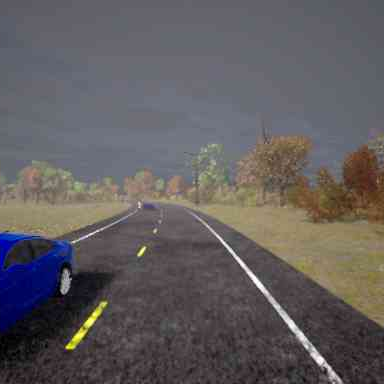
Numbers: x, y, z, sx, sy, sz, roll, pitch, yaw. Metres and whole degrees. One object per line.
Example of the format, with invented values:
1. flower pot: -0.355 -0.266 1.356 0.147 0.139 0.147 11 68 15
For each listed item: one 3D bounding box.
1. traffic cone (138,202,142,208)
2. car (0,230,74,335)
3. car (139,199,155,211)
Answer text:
1. traffic cone: -8.718 2.422 57.104 0.340 0.580 0.340 0 -1 -8
2. car: -3.677 1.516 5.814 1.882 1.535 5.008 0 0 -1
3. car: -6.334 1.982 48.372 1.895 1.301 4.718 0 -1 -6
